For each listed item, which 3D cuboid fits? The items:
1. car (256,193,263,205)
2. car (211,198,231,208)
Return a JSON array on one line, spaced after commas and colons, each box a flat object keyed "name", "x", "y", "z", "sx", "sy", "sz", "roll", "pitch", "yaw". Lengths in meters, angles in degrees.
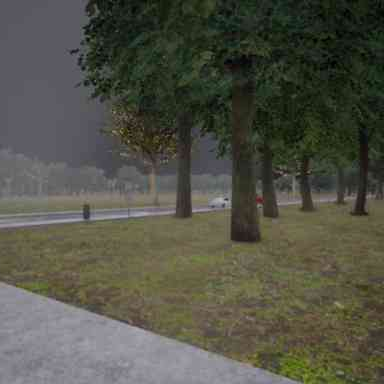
[{"name": "car", "x": 10.227, "y": 1.242, "z": 55.829, "sx": 2.150, "sy": 2.045, "sz": 5.566, "roll": 0, "pitch": 0, "yaw": 36}, {"name": "car", "x": 4.455, "y": 1.544, "z": 47.789, "sx": 1.812, "sy": 1.442, "sz": 4.674, "roll": 0, "pitch": 0, "yaw": 36}]
